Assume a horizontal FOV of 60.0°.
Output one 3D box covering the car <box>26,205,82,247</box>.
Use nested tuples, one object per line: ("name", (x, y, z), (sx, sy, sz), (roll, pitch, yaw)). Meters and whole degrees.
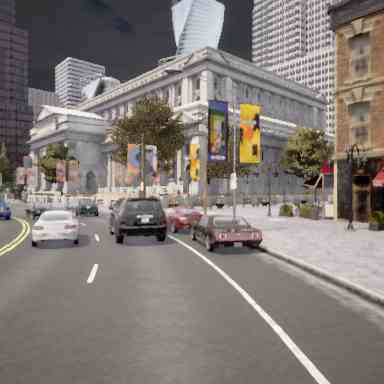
("car", (-6.080, 1.530, 15.079), (1.812, 1.442, 4.674), (0, 0, -18))

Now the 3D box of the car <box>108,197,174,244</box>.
("car", (-2.769, 1.255, 16.215), (2.150, 2.045, 5.566), (0, 0, -18))

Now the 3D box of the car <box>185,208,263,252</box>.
("car", (1.195, 1.591, 14.031), (1.895, 1.301, 4.718), (0, 0, -12))

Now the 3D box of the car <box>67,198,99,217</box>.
("car", (-10.327, 1.363, 30.874), (2.097, 1.767, 4.553), (0, 0, -36))

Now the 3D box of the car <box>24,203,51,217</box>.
("car", (-13.190, 1.613, 28.860), (1.895, 1.301, 4.718), (0, 0, -36))

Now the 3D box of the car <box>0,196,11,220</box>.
("car", (-16.474, 1.323, 27.412), (2.150, 2.045, 5.566), (0, 0, -37))
